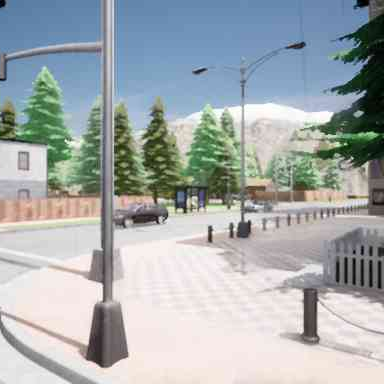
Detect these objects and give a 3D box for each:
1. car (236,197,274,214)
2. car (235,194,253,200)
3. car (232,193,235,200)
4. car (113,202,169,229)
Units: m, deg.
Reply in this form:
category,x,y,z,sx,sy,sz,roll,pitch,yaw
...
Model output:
category,x,y,z,sx,sy,sz,roll,pitch,yaw
car,6.826,1.552,35.094,1.895,1.301,4.718,0,0,38
car,12.730,1.066,78.204,1.932,1.855,4.605,0,0,36
car,10.468,1.063,79.367,1.905,1.878,3.866,0,0,36
car,-3.556,1.442,21.499,2.128,1.511,4.902,0,0,37
